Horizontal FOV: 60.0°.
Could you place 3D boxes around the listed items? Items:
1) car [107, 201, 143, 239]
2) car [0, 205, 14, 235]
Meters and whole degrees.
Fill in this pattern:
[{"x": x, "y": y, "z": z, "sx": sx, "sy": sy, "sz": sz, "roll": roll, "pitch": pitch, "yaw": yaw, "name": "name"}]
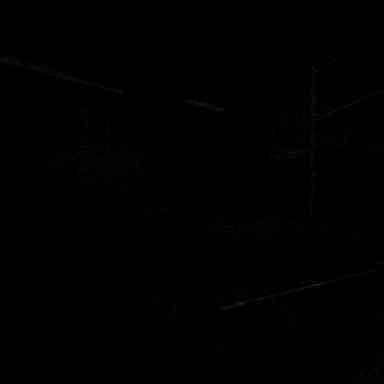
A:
[{"x": -4.288, "y": 1.447, "z": 18.384, "sx": 1.905, "sy": 1.878, "sz": 3.866, "roll": 1, "pitch": 0, "yaw": -36, "name": "car"}, {"x": -11.417, "y": 1.524, "z": 18.647, "sx": 2.242, "sy": 1.667, "sz": 4.611, "roll": 1, "pitch": 0, "yaw": -36, "name": "car"}]
